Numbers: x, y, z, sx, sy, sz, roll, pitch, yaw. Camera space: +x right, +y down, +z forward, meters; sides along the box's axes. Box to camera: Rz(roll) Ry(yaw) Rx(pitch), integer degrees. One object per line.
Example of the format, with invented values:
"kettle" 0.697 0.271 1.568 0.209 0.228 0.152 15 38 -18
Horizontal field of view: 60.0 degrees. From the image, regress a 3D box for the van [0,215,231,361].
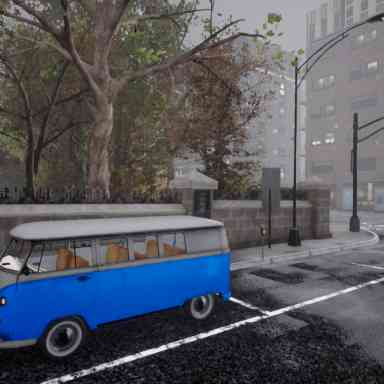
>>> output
"van" -1.188 1.342 5.642 3.998 1.788 1.690 0 1 -35
